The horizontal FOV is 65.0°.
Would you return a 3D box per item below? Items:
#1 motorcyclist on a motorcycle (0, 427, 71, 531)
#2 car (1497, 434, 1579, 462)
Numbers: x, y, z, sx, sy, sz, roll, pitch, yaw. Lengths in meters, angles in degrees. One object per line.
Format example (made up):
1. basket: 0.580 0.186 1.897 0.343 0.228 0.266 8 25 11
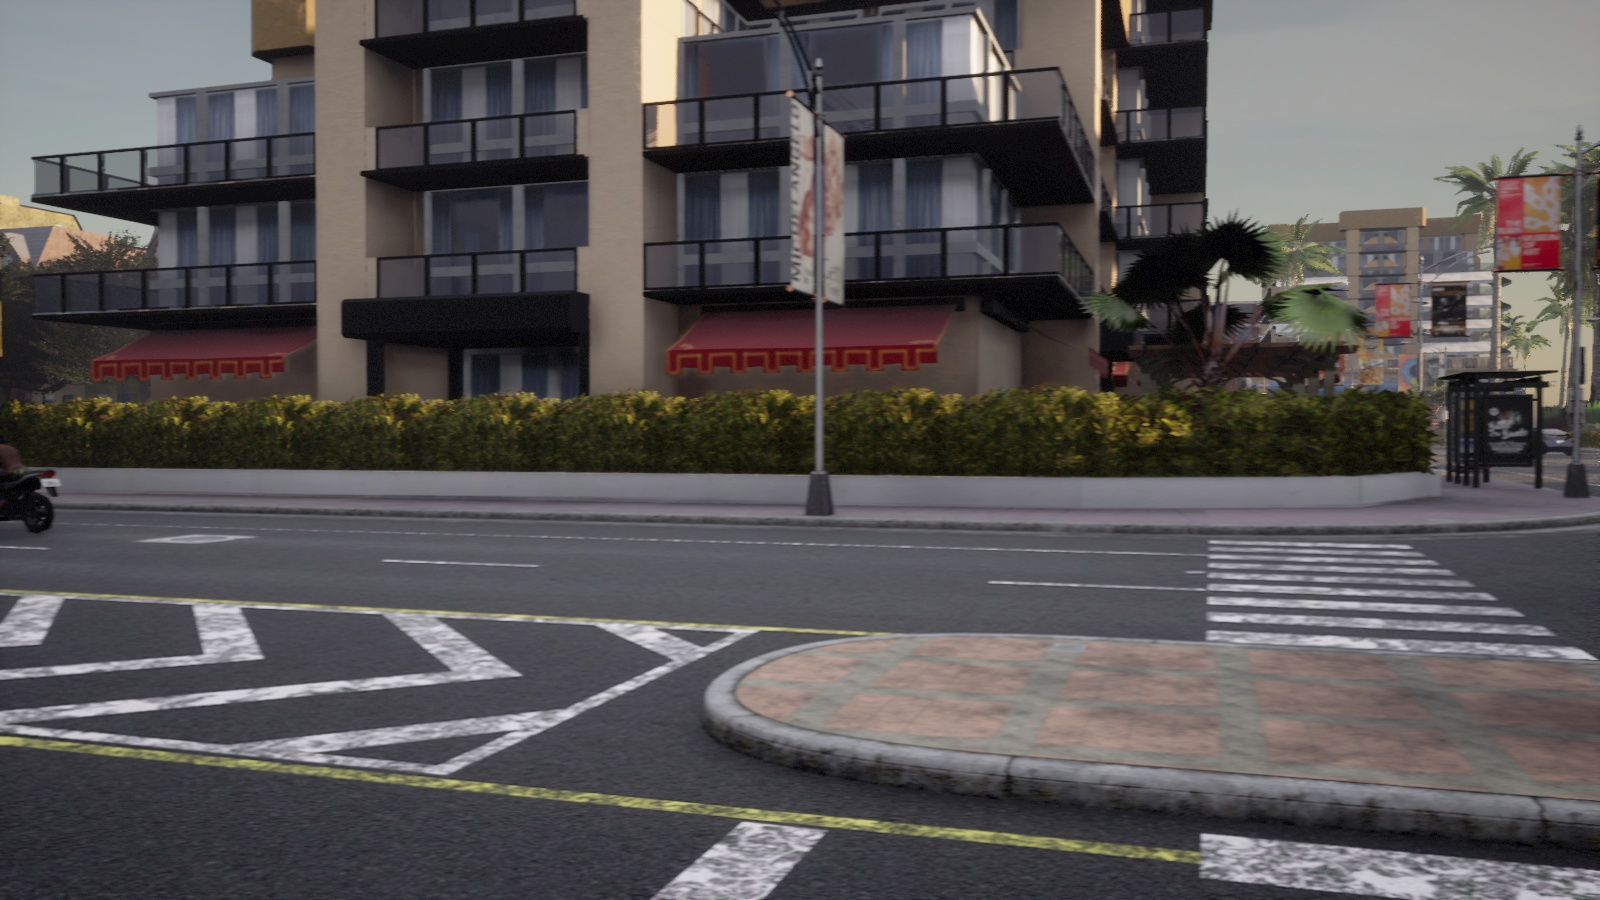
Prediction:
1. motorcyclist on a motorcycle: -12.296 0.414 19.233 2.044 1.523 0.797 1 1 18
2. car: 40.410 -0.134 68.901 2.163 1.488 4.792 0 1 7
